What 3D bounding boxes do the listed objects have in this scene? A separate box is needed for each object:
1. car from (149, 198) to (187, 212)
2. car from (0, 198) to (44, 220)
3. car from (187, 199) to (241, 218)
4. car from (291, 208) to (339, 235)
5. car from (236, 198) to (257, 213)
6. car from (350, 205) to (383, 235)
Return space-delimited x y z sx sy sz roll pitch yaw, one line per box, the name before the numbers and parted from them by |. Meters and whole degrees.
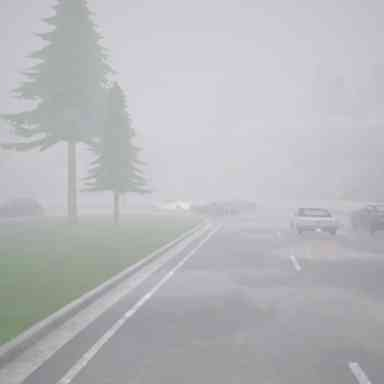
car | -2.392 1.427 36.080 4.674 1.442 1.812 0 0 17
car | -14.595 1.280 27.154 2.097 1.767 4.553 0 0 29
car | 1.858 1.519 29.525 1.895 1.301 4.718 0 0 -33
car | 6.658 1.548 18.574 1.895 1.301 4.718 0 0 10
car | 4.798 1.426 36.044 4.674 1.442 1.812 0 0 41
car | 10.136 1.440 18.135 2.128 1.511 4.902 0 0 10
